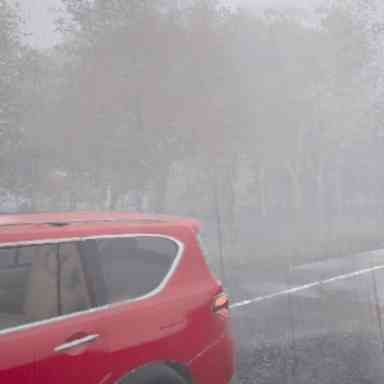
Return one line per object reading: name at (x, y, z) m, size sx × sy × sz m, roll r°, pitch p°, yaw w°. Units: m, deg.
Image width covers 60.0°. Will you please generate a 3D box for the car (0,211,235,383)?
car at (-2.186, 1.222, 2.432) m, size 5.566 × 2.045 × 2.150 m, roll 0°, pitch 0°, yaw -36°
